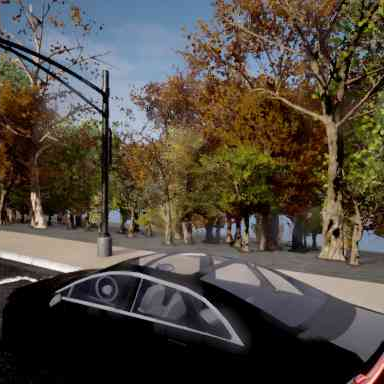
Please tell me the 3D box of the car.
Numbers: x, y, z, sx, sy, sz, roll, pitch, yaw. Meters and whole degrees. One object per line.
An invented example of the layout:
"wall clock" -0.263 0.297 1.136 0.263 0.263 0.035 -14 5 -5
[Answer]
"car" -0.382 1.491 3.964 4.902 1.511 2.128 0 0 36
